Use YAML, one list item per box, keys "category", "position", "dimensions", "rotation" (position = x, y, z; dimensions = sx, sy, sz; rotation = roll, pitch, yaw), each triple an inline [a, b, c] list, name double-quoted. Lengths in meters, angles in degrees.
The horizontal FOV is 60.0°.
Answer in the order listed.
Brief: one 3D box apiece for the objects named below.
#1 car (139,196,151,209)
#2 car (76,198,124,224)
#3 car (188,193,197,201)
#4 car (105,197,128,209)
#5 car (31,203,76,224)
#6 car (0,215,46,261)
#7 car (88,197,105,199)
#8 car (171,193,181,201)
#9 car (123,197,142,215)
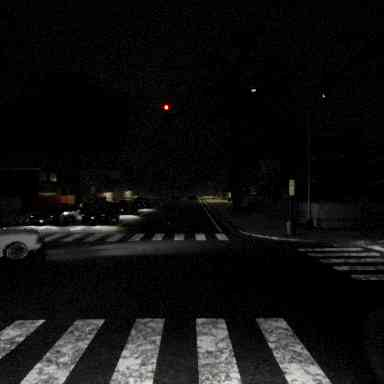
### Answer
- category: "car"
  position: [-6.595, 1.336, 43.785]
  dimensions: [1.837, 1.490, 4.892]
  rotation: [0, 1, 0]
- category: "car"
  position: [-6.603, 1.468, 24.484]
  dimensions: [1.837, 1.490, 4.892]
  rotation: [0, 0, 0]
- category: "car"
  position: [0.093, 0.935, 67.084]
  dimensions: [1.882, 1.535, 5.008]
  rotation: [0, 1, 0]
- category: "car"
  position: [-9.847, 1.431, 43.836]
  dimensions: [1.895, 1.301, 4.718]
  rotation: [0, 1, 0]
- category: "car"
  position: [-9.855, 1.511, 24.405]
  dimensions: [2.033, 1.411, 5.357]
  rotation: [0, 0, 0]
- category: "car"
  position: [-7.584, 1.665, 11.159]
  dimensions: [4.718, 1.301, 1.895]
  rotation: [-1, 0, -26]
- category: "car"
  position: [-9.853, 1.285, 33.789]
  dimensions: [2.097, 1.767, 4.553]
  rotation: [0, 0, 0]
- category: "car"
  position: [-3.160, 0.938, 67.773]
  dimensions: [2.128, 1.511, 4.902]
  rotation: [0, 1, 0]
- category: "car"
  position: [-6.601, 1.499, 33.381]
  dimensions: [1.994, 1.385, 4.181]
  rotation: [0, 0, 0]
